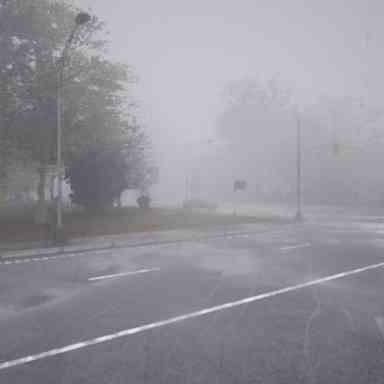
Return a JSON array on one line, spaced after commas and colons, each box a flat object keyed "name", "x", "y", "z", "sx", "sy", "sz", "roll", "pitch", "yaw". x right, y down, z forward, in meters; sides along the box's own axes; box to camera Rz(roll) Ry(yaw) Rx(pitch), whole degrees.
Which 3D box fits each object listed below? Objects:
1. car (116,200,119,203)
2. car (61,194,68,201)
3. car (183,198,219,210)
[{"name": "car", "x": -14.101, "y": 1.309, "z": 58.833, "sx": 1.882, "sy": 1.535, "sz": 5.008, "roll": -1, "pitch": 2, "yaw": -38}, {"name": "car", "x": -29.427, "y": 1.277, "z": 78.230, "sx": 1.837, "sy": 1.490, "sz": 4.892, "roll": -1, "pitch": 0, "yaw": -38}, {"name": "car", "x": 1.017, "y": 1.416, "z": 39.700, "sx": 1.895, "sy": 1.301, "sz": 4.718, "roll": -1, "pitch": 1, "yaw": -38}]
